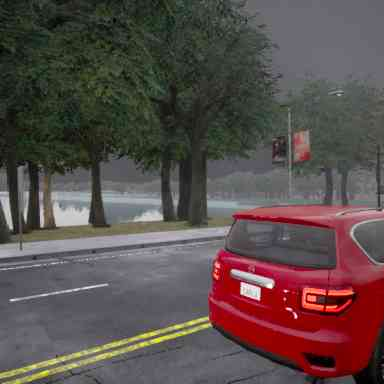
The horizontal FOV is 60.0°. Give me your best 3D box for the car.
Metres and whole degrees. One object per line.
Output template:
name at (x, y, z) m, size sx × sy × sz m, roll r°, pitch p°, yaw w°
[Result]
car at (2.801, 1.220, 5.399) m, size 5.566 × 2.045 × 2.150 m, roll 0°, pitch 0°, yaw -37°
